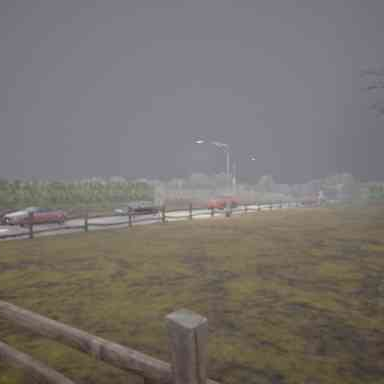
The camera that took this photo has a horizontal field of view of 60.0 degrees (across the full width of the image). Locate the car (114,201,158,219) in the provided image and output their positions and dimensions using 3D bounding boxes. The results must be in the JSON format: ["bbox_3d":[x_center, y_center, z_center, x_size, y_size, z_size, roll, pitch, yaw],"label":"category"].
[{"bbox_3d":[-5.194,1.636,31.665,2.128,1.511,4.902,1,1,36],"label":"car"}]

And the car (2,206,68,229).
[{"bbox_3d":[-10.997,1.720,23.540,1.994,1.385,4.181,1,1,36],"label":"car"}]

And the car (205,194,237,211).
[{"bbox_3d":[3.936,1.344,44.443,2.150,2.045,5.566,1,2,36],"label":"car"}]

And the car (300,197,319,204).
[{"bbox_3d":[23.068,1.746,66.336,2.128,1.511,4.902,1,0,35],"label":"car"}]

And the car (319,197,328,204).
[{"bbox_3d":[29.062,1.777,74.850,1.882,1.535,5.008,1,0,35],"label":"car"}]
